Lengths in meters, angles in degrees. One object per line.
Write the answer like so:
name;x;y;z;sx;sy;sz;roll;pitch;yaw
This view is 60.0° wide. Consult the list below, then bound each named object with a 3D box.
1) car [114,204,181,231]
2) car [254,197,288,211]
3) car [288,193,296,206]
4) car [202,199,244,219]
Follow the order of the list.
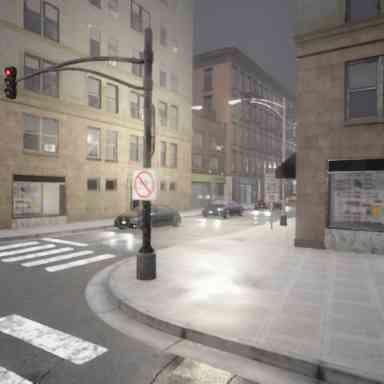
car;-2.421;1.384;18.886;1.994;1.385;4.181;1;1;34
car;7.991;1.187;34.481;1.994;1.385;4.181;1;1;34
car;13.714;0.866;42.991;2.097;1.767;4.553;1;1;34
car;2.493;1.292;26.254;1.994;1.385;4.181;1;1;34
